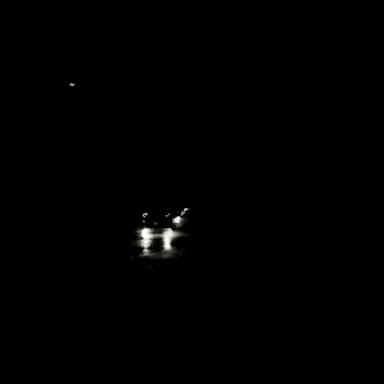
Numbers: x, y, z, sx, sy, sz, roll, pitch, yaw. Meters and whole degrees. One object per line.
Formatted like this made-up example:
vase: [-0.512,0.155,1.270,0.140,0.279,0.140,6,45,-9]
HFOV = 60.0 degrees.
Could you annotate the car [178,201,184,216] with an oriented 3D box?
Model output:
car: [-2.263,1.723,36.943,2.097,1.767,4.553,0,-1,1]

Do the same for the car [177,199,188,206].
car: [-1.763,1.979,63.457,1.895,1.301,4.718,0,-1,1]

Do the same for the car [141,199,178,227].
car: [-2.449,1.601,24.912,2.097,1.767,4.553,0,-1,1]
